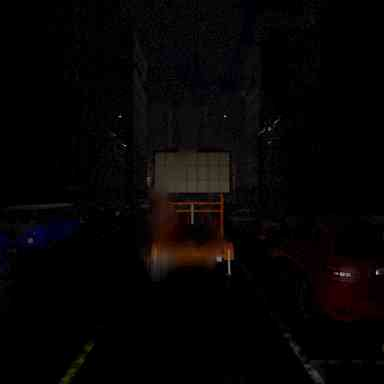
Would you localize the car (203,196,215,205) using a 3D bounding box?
[{"bbox_3d":[2.903,1.485,57.439,1.752,1.417,4.829,-1,0,0],"label":"car"}]

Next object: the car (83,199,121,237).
[{"bbox_3d":[-5.669,1.307,18.175,2.192,1.841,5.009,-1,0,0],"label":"car"}]

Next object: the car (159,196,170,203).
[{"bbox_3d":[-5.631,1.490,68.446,1.887,1.381,4.507,-1,0,0],"label":"car"}]

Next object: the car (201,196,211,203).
[{"bbox_3d":[2.914,1.527,68.441,1.802,1.307,4.206,-1,0,0],"label":"car"}]

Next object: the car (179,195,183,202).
[{"bbox_3d":[-2.955,1.436,69.806,2.128,1.511,4.902,0,0,0],"label":"car"}]

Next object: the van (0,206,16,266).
[{"bbox_3d":[-5.676,1.339,7.003,1.690,1.788,3.998,-1,0,0],"label":"van"}]

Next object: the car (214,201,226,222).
[{"bbox_3d":[2.873,1.555,23.754,1.947,1.339,4.313,-1,0,0],"label":"car"}]

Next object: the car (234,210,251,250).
[{"bbox_3d":[2.863,1.577,12.582,1.802,1.307,4.206,-1,0,0],"label":"car"}]

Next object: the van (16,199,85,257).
[{"bbox_3d":[-5.672,1.336,12.589,1.690,1.788,3.998,-1,0,0],"label":"van"}]

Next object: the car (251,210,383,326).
[{"bbox_3d":[2.854,1.313,6.997,2.192,1.841,5.009,-1,0,0],"label":"car"}]

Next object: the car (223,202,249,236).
[{"bbox_3d":[2.867,1.517,18.339,1.752,1.417,4.829,-1,0,0],"label":"car"}]

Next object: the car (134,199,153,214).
[{"bbox_3d":[-5.656,1.421,34.931,1.967,1.590,4.097,-1,0,0],"label":"car"}]

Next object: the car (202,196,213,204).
[{"bbox_3d":[2.909,1.518,62.856,1.947,1.339,4.313,-1,0,0],"label":"car"}]

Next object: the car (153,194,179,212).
[{"bbox_3d":[-3.077,1.200,39.082,2.150,2.045,5.566,0,0,0],"label":"car"}]

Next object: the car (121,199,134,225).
[{"bbox_3d":[-5.664,1.429,23.760,1.967,1.590,4.097,-1,0,0],"label":"car"}]

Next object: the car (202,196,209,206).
[{"bbox_3d":[2.898,1.517,51.684,2.008,1.369,4.403,-1,0,0],"label":"car"}]

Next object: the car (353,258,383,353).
[{"bbox_3d":[2.852,1.525,1.581,1.752,1.417,4.829,-1,0,0],"label":"car"}]

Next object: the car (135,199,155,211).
[{"bbox_3d":[-5.650,1.559,40.518,1.802,1.307,4.206,-1,0,0],"label":"car"}]

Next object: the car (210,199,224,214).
[{"bbox_3d":[2.878,1.551,29.340,1.947,1.339,4.313,-1,0,0],"label":"car"}]

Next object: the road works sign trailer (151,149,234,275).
[{"bbox_3d":[0.011,0.461,10.400,2.380,3.560,2.880,0,0,0],"label":"road works sign trailer"}]

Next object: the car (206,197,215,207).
[{"bbox_3d":[2.883,1.532,34.926,2.008,1.369,4.403,-1,0,0],"label":"car"}]
